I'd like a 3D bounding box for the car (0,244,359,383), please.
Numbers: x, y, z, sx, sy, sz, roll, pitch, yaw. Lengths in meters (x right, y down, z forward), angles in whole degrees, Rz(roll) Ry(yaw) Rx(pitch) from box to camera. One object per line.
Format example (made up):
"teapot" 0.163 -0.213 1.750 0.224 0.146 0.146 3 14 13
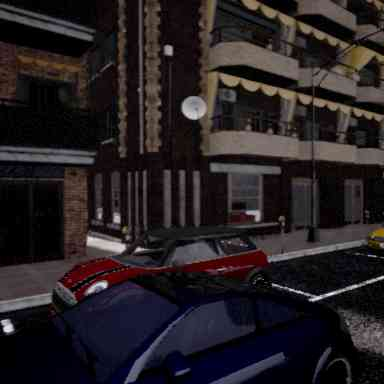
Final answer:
"car" -0.276 1.559 3.182 4.181 1.385 1.994 0 0 -35

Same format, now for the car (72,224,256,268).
"car" -0.429 1.430 6.262 4.097 1.590 1.967 0 0 -36

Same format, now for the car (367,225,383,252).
"car" 8.431 1.483 12.583 4.829 1.417 1.752 0 0 -36
